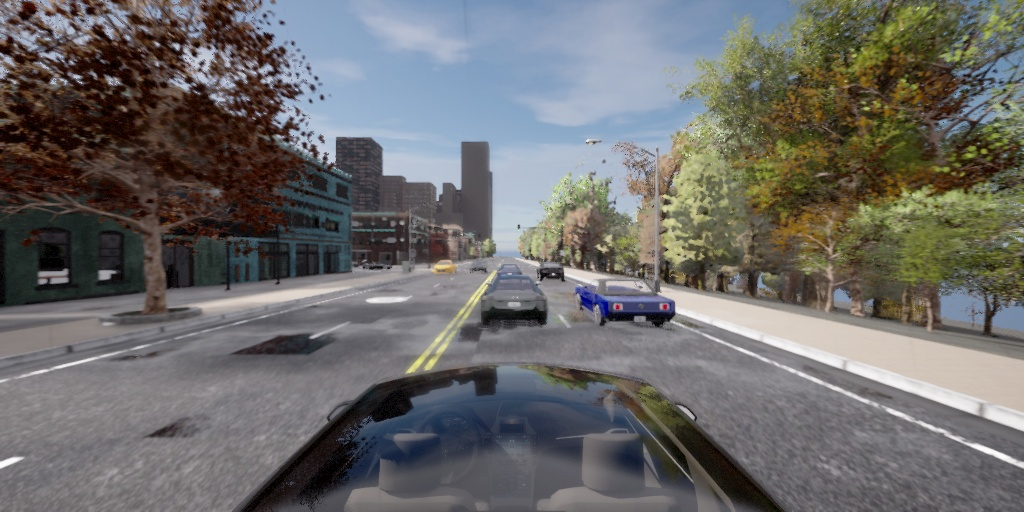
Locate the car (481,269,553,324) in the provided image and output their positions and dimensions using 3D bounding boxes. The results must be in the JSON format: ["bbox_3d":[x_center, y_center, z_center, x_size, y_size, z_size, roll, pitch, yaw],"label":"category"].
[{"bbox_3d":[0.050,1.310,11.955,1.994,1.385,4.181,0,0,-1],"label":"car"}]

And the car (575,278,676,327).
[{"bbox_3d":[3.307,1.347,11.523,1.895,1.301,4.718,0,0,-1],"label":"car"}]

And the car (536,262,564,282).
[{"bbox_3d":[3.049,1.217,29.246,1.882,1.535,5.008,0,0,-1],"label":"car"}]

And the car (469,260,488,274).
[{"bbox_3d":[-3.802,1.244,41.387,1.837,1.490,4.892,0,-1,0],"label":"car"}]

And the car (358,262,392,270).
[{"bbox_3d":[-20.668,1.551,55.128,4.313,1.339,1.948,0,0,-1],"label":"car"}]

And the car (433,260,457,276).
[{"bbox_3d":[-7.018,1.216,37.864,1.882,1.535,5.008,0,0,-1],"label":"car"}]

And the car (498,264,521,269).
[{"bbox_3d":[-0.190,1.304,28.589,1.994,1.385,4.181,0,0,-1],"label":"car"}]
